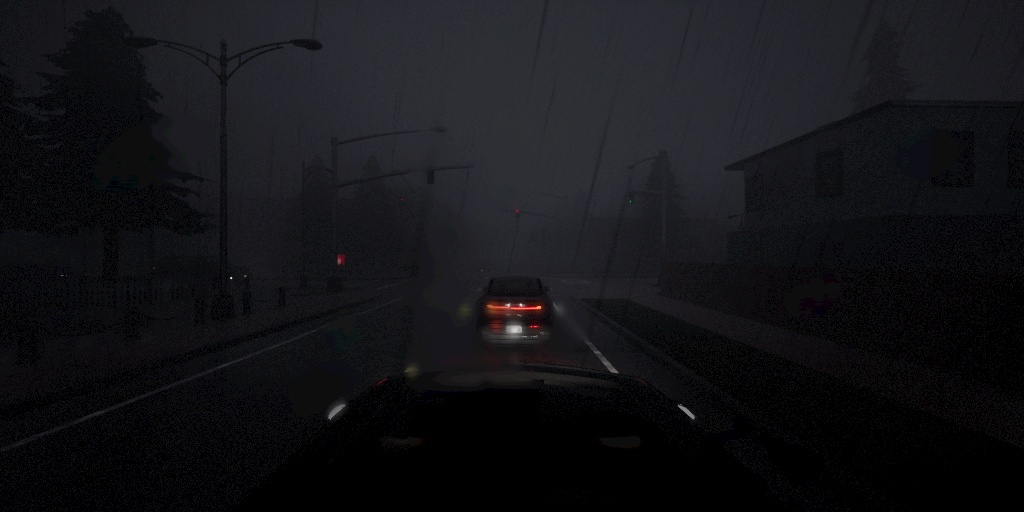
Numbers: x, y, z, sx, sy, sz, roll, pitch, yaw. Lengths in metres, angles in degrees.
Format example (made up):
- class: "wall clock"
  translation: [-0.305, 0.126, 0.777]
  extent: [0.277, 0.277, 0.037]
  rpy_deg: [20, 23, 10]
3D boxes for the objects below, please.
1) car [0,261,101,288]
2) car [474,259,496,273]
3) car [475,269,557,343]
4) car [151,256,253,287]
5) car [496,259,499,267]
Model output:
- class: "car"
  translation: [-31.102, 1.259, 23.731]
  extent: [4.902, 1.511, 2.128]
  rpy_deg: [0, 0, -1]
- class: "car"
  translation: [-3.503, 1.302, 44.412]
  extent: [2.033, 1.411, 5.357]
  rpy_deg: [0, 0, 0]
- class: "car"
  translation: [0.093, 1.256, 9.696]
  extent: [1.837, 1.490, 4.892]
  rpy_deg: [0, 0, 0]
- class: "car"
  translation: [-20.658, 0.989, 24.007]
  extent: [5.566, 2.045, 2.150]
  rpy_deg: [0, 0, -1]
- class: "car"
  translation: [-3.472, 1.247, 54.594]
  extent: [2.128, 1.511, 4.902]
  rpy_deg: [0, 0, 0]
